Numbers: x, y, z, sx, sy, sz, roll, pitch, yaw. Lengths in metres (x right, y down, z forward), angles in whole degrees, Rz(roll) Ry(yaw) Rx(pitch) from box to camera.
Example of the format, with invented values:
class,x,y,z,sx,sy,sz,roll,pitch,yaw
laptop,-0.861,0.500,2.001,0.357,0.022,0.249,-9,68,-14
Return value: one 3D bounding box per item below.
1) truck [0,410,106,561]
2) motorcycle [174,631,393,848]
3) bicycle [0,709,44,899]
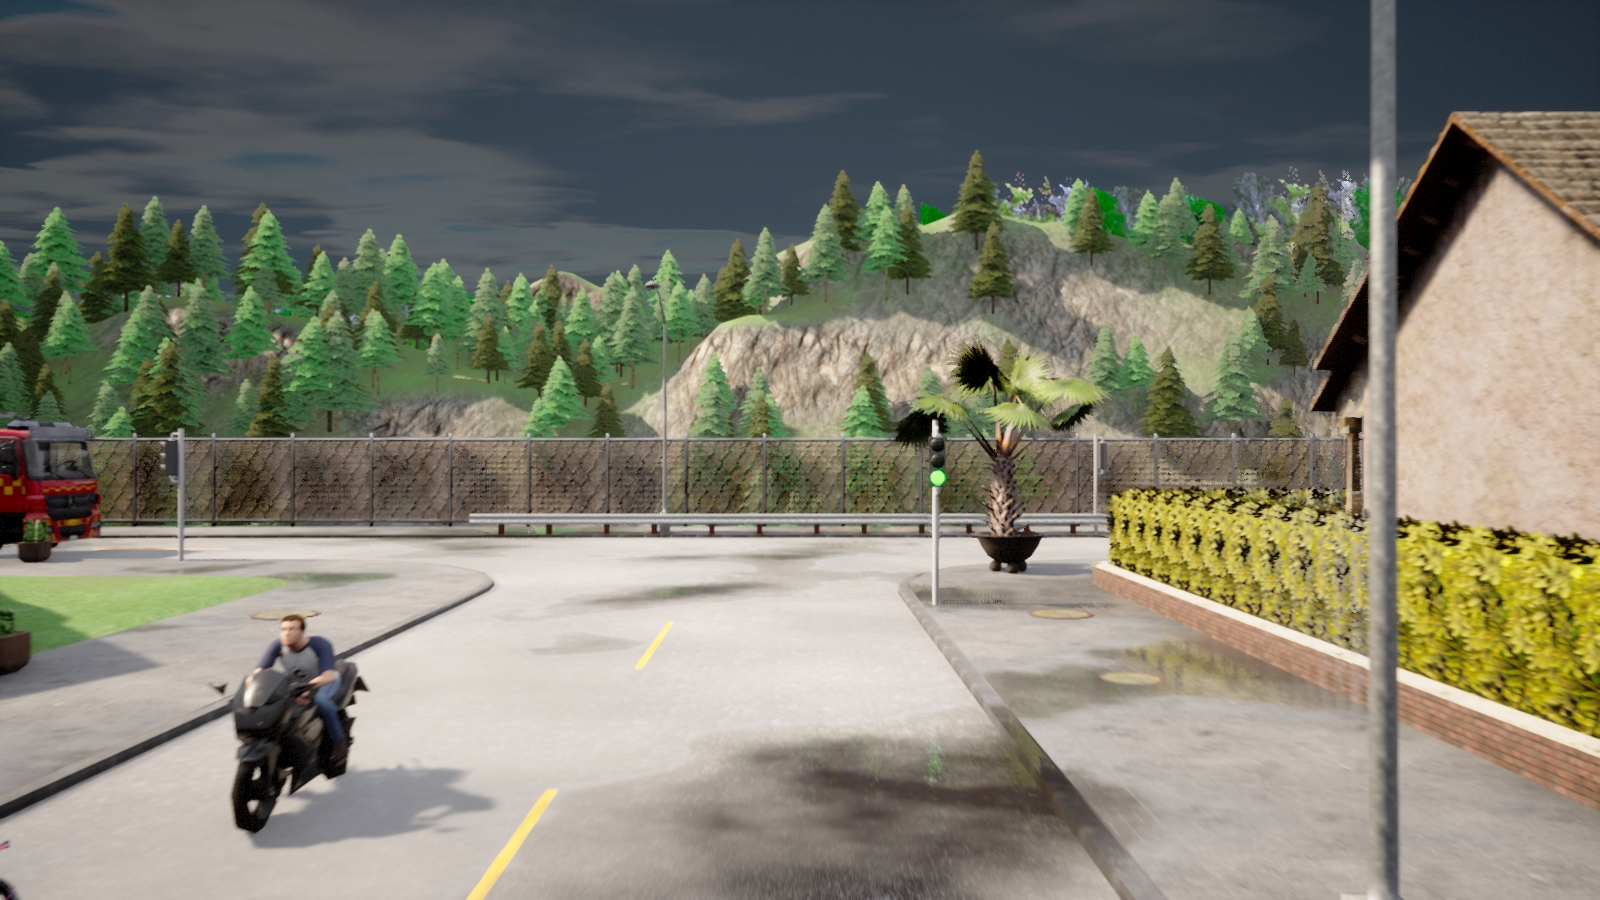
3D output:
class,x,y,z,sx,sy,sz,roll,pitch,yaw
truck,-23.562,0.891,30.383,8.468,3.827,2.891,0,0,0
motorcycle,-3.982,2.186,9.021,0.803,1.199,2.033,0,0,0
bicycle,-4.029,2.060,4.929,0.329,1.471,1.835,0,0,0
